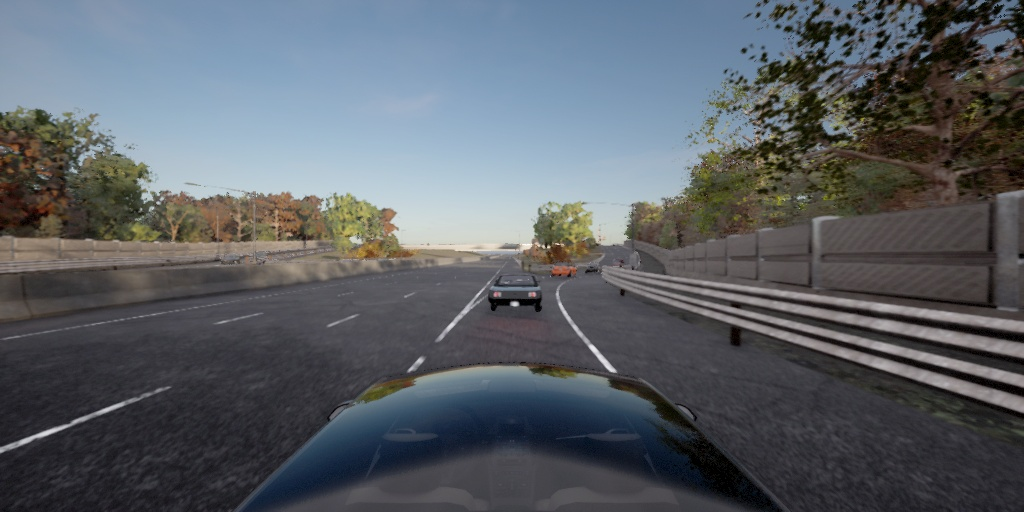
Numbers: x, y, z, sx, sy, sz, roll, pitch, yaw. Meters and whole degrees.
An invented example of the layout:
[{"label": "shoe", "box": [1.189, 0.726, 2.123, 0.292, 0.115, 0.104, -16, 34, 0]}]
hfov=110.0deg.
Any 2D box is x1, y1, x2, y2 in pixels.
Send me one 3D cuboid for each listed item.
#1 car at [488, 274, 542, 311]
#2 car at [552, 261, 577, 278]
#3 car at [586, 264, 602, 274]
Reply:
[{"label": "car", "box": [0.258, 1.355, 14.540, 1.895, 1.301, 4.718, 0, 0, 4]}, {"label": "car", "box": [5.990, 1.481, 40.352, 2.097, 1.767, 4.553, 0, -1, 21]}, {"label": "car", "box": [12.670, 1.960, 54.990, 1.837, 1.490, 4.892, 0, -1, 25]}]
